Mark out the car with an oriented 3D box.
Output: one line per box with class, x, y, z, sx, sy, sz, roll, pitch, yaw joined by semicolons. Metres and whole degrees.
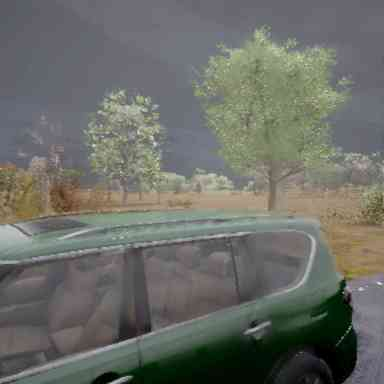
car;-0.951;1.216;2.645;5.566;2.045;2.150;0;0;-35
